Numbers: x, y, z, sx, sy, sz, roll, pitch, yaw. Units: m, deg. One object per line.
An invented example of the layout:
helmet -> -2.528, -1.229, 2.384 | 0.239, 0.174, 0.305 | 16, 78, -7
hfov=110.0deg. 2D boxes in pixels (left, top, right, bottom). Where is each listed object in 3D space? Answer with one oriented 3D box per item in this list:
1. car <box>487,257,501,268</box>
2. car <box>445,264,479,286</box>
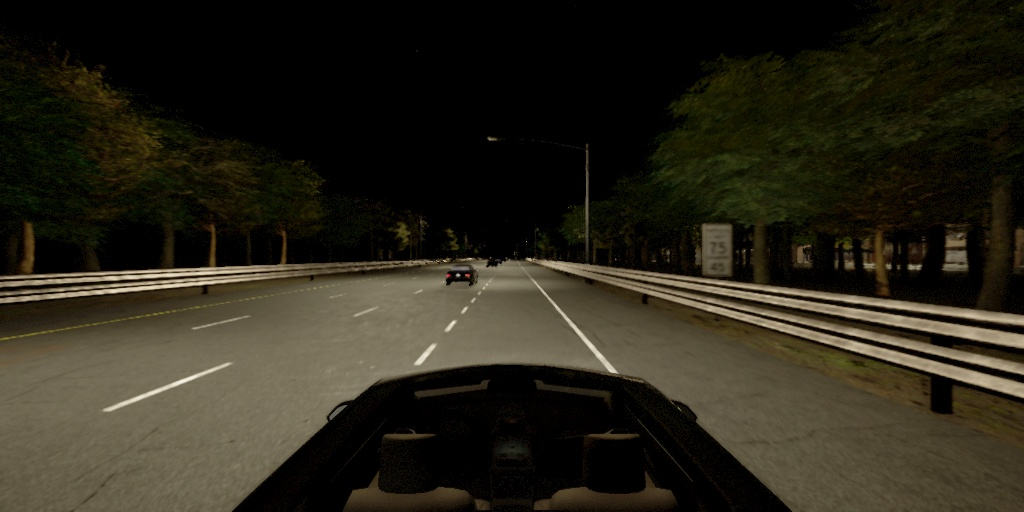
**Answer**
car -> -3.463, 1.308, 64.097 | 1.837, 1.490, 4.892 | 0, 0, 0
car -> -3.502, 1.305, 25.719 | 2.033, 1.411, 5.357 | 0, 0, 0
